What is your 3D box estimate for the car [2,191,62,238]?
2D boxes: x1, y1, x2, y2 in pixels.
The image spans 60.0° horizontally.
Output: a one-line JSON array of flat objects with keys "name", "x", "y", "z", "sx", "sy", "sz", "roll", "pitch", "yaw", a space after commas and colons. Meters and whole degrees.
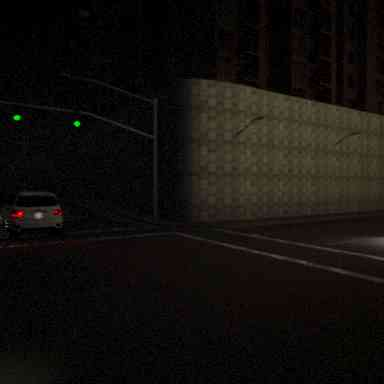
[{"name": "car", "x": -8.038, "y": 0.938, "z": 16.578, "sx": 2.150, "sy": 2.045, "sz": 5.566, "roll": -1, "pitch": 3, "yaw": -33}]
